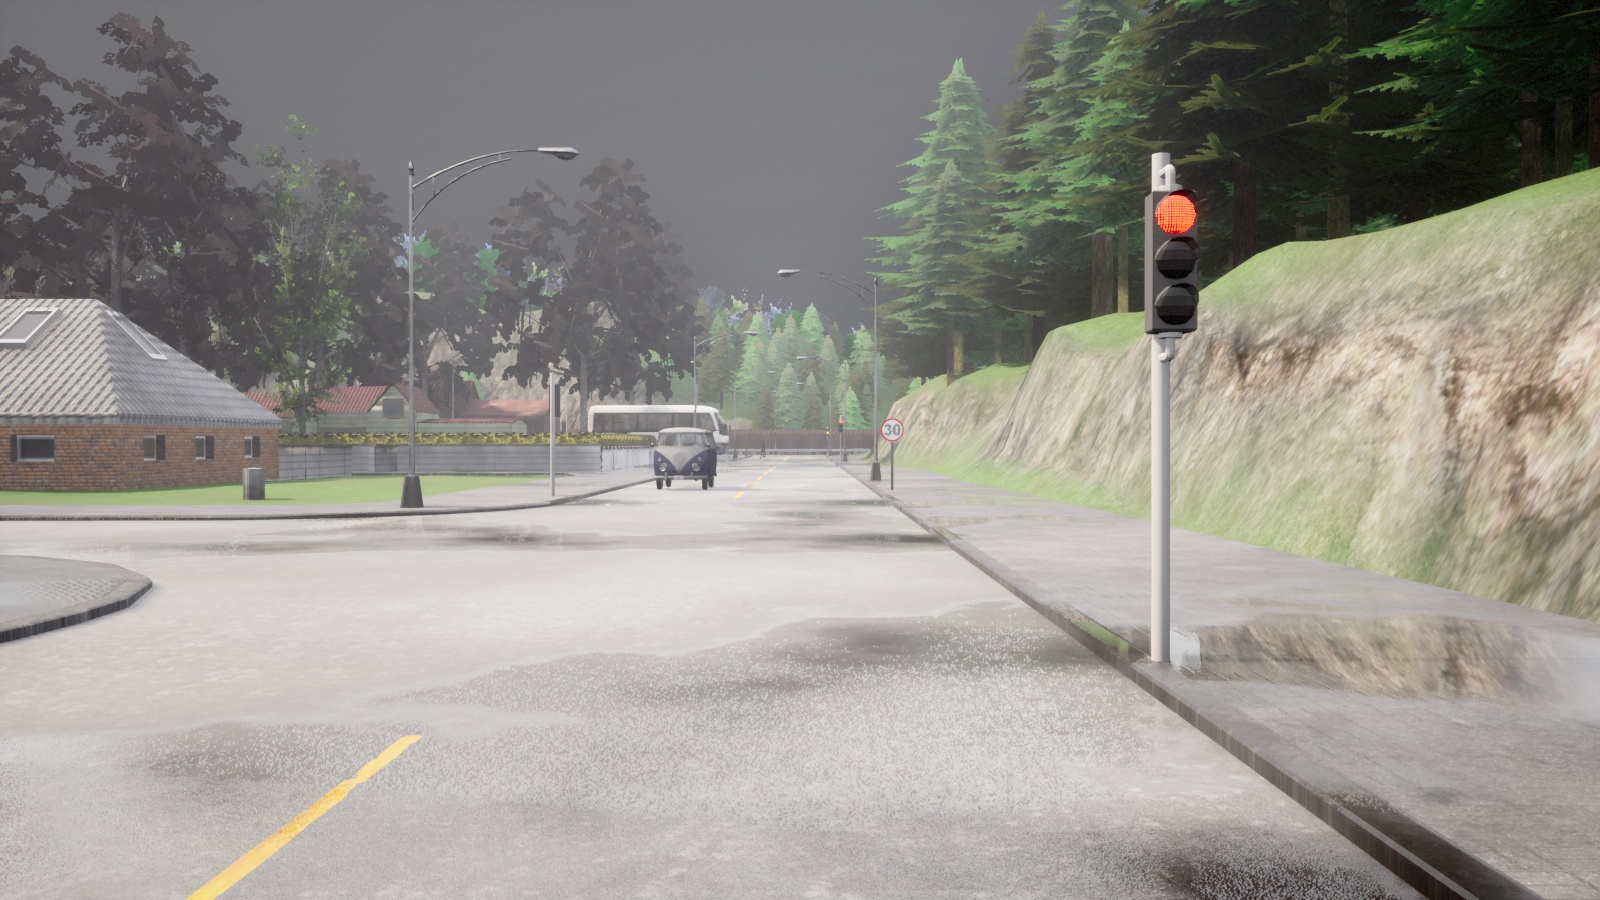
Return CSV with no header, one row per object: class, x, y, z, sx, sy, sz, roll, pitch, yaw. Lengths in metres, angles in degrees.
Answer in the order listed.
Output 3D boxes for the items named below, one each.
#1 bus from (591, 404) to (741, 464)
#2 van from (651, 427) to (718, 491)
bus,-9.680,-1.154,91.535,10.273,4.253,3.944,0,1,5
van,-3.750,0.263,41.344,1.775,1.987,4.442,0,0,0
